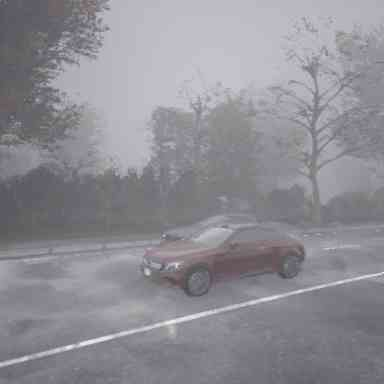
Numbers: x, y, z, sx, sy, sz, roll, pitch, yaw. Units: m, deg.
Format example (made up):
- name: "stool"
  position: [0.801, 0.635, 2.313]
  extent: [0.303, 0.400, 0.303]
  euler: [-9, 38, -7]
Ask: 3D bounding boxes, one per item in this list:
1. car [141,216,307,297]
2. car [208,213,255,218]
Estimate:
- name: "car"
  position: [0.985, 1.527, 8.638]
  extent: [4.674, 1.442, 1.812]
  euler: [0, 0, -32]
- name: "car"
  position: [1.505, 1.564, 13.130]
  extent: [5.357, 1.411, 2.033]
  euler: [0, 0, -31]
